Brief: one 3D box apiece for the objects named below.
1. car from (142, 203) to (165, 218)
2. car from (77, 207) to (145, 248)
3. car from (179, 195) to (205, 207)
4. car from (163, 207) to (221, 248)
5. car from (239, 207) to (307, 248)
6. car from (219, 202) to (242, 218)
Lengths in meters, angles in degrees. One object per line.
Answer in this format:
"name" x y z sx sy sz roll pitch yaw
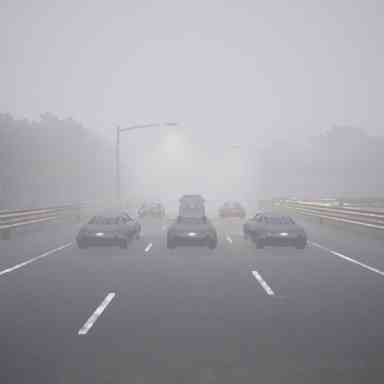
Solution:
"car" -3.500 1.612 29.680 1.895 1.301 4.718 0 0 0
"car" -3.500 1.572 14.650 1.994 1.385 4.181 0 0 0
"car" 0.000 1.253 29.680 2.150 2.045 5.566 0 0 0
"car" 0.000 1.572 14.650 1.994 1.385 4.181 0 0 0
"car" 3.500 1.573 14.650 1.994 1.385 4.181 0 0 0
"car" 3.500 1.569 29.650 1.994 1.385 4.181 0 0 0
